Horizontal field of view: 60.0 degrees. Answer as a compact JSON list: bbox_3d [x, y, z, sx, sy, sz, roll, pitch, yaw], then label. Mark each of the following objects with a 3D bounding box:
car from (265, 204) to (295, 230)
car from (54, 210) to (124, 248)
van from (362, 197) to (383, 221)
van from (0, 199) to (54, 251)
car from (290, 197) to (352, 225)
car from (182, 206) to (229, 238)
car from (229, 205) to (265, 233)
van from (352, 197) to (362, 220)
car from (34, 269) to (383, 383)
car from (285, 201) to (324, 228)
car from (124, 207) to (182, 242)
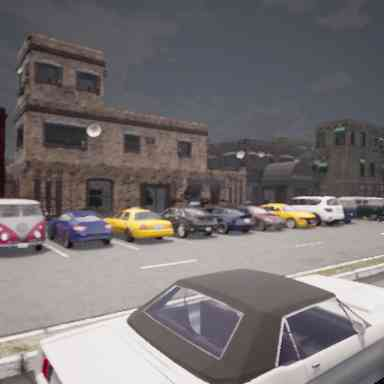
[{"bbox_3d":[3.879,1.618,21.399,2.002,1.452,4.674,0,0,-36],"label":"car"},{"bbox_3d":[-5.081,1.552,14.969,2.002,1.452,4.674,0,0,-36],"label":"car"},{"bbox_3d":[15.016,1.459,29.525,1.878,1.987,4.442,1,0,-36],"label":"van"},{"bbox_3d":[-7.153,1.273,13.342,1.878,1.987,4.442,0,0,-36],"label":"van"},{"bbox_3d":[8.347,1.366,24.634,2.435,2.045,5.566,1,0,-36],"label":"car"},{"bbox_3d":[-0.597,1.544,18.179,2.231,1.521,4.892,0,0,-36],"label":"car"},{"bbox_3d":[1.624,1.590,19.815,2.163,1.488,4.792,0,0,-36],"label":"car"},{"bbox_3d":[10.537,1.414,26.312,1.878,1.987,4.442,1,0,-36],"label":"van"},{"bbox_3d":[0.929,1.613,3.800,4.718,1.301,1.895,0,0,-36],"label":"car"},{"bbox_3d":[6.119,1.597,23.008,2.097,1.535,5.008,0,0,-36],"label":"car"},{"bbox_3d":[-2.949,1.524,16.729,1.946,1.575,5.366,0,0,-36],"label":"car"}]
